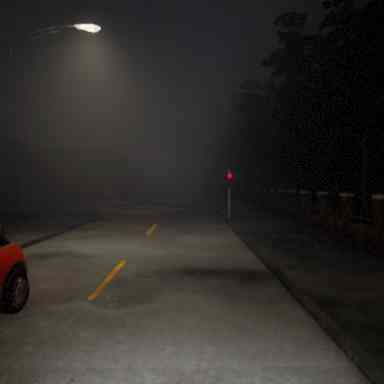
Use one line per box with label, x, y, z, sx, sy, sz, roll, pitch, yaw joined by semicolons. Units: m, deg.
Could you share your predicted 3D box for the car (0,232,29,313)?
car;-4.088;1.268;4.276;2.097;1.767;4.553;0;1;0
